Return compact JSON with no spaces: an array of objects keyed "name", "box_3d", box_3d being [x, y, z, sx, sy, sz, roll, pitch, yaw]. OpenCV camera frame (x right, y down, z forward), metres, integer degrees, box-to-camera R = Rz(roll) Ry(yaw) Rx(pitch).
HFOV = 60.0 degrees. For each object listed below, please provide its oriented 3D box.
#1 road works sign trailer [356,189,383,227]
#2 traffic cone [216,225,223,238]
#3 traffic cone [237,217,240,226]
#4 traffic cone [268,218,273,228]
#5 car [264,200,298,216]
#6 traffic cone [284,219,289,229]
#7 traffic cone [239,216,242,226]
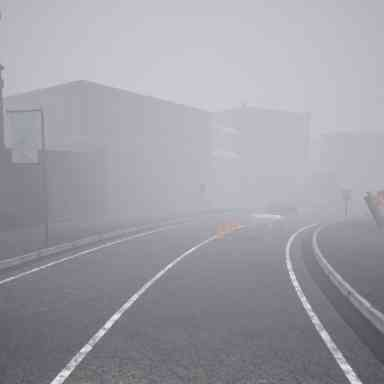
[{"name":"road works sign trailer","box_3d":[11.349,1.181,20.515,2.880,2.380,3.560,-29,-18,31]},{"name":"traffic cone","box_3d":[1.352,1.914,16.196,0.340,0.580,0.340,2,1,17]},{"name":"traffic cone","box_3d":[2.538,1.909,20.015,0.340,0.580,0.340,2,1,17]},{"name":"traffic cone","box_3d":[5.033,1.977,21.330,0.340,0.580,0.340,2,1,17]},{"name":"car","box_3d":[8.894,1.549,32.992,1.994,1.385,4.181,4,2,41]},{"name":"traffic cone","box_3d":[5.983,2.014,21.035,0.340,0.580,0.340,2,1,17]},{"name":"traffic cone","box_3d":[3.132,1.905,21.925,0.340,0.580,0.340,2,1,17]}]
